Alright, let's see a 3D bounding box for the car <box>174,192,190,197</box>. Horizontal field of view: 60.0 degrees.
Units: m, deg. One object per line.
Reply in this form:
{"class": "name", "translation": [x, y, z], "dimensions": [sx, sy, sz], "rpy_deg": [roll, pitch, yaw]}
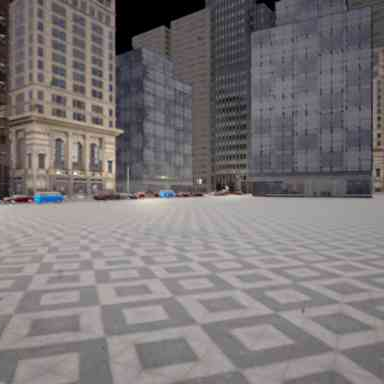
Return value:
{"class": "car", "translation": [-2.745, 0.605, 89.768], "dimensions": [2.008, 1.369, 4.403], "rpy_deg": [1, 1, 36]}

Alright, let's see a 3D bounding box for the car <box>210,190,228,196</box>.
{"class": "car", "translation": [7.362, 0.586, 89.254], "dimensions": [1.802, 1.307, 4.206], "rpy_deg": [1, 1, 36]}

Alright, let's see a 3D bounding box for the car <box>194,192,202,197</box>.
{"class": "car", "translation": [1.017, 0.652, 80.367], "dimensions": [1.887, 1.381, 4.507], "rpy_deg": [1, 1, 36]}

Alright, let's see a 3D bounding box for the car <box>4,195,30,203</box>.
{"class": "car", "translation": [-28.123, 1.102, 54.225], "dimensions": [1.887, 1.381, 4.507], "rpy_deg": [1, 1, 36]}

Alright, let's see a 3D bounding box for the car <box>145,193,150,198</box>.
{"class": "car", "translation": [-12.261, 0.663, 76.438], "dimensions": [1.967, 1.590, 4.097], "rpy_deg": [1, 1, 36]}

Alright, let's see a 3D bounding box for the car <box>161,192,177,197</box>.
{"class": "car", "translation": [-5.918, 0.690, 85.325], "dimensions": [1.802, 1.307, 4.206], "rpy_deg": [1, 1, 36]}

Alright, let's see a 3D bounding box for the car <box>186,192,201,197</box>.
{"class": "car", "translation": [0.426, 0.571, 94.211], "dimensions": [1.947, 1.339, 4.313], "rpy_deg": [1, 1, 36]}

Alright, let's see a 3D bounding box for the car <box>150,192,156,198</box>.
{"class": "car", "translation": [-9.090, 0.709, 80.882], "dimensions": [1.887, 1.381, 4.507], "rpy_deg": [1, 1, 36]}

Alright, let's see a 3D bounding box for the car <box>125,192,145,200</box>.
{"class": "car", "translation": [-11.672, 0.901, 62.594], "dimensions": [2.008, 1.369, 4.403], "rpy_deg": [1, 1, 36]}

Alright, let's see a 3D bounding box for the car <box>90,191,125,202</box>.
{"class": "car", "translation": [-14.845, 0.733, 58.147], "dimensions": [2.192, 1.841, 5.009], "rpy_deg": [1, 1, 36]}

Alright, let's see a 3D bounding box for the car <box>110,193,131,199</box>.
{"class": "car", "translation": [-15.434, 0.836, 71.997], "dimensions": [2.008, 1.369, 4.403], "rpy_deg": [1, 1, 36]}

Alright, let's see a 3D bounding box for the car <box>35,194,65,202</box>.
{"class": "car", "translation": [-24.951, 1.037, 58.667], "dimensions": [2.008, 1.369, 4.403], "rpy_deg": [1, 1, 36]}

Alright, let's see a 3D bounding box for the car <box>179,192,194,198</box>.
{"class": "car", "translation": [-2.155, 0.604, 75.923], "dimensions": [1.967, 1.590, 4.097], "rpy_deg": [1, 1, 36]}

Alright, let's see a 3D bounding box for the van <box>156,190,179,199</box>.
{"class": "van", "translation": [-5.327, 0.564, 71.478], "dimensions": [1.690, 1.788, 3.998], "rpy_deg": [1, 1, 36]}

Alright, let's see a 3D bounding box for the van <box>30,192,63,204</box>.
{"class": "van", "translation": [-21.190, 0.899, 49.260], "dimensions": [1.690, 1.788, 3.998], "rpy_deg": [1, 1, 36]}

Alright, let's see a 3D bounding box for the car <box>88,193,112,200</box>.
{"class": "car", "translation": [-18.606, 0.902, 67.554], "dimensions": [2.008, 1.369, 4.403], "rpy_deg": [1, 1, 36]}
